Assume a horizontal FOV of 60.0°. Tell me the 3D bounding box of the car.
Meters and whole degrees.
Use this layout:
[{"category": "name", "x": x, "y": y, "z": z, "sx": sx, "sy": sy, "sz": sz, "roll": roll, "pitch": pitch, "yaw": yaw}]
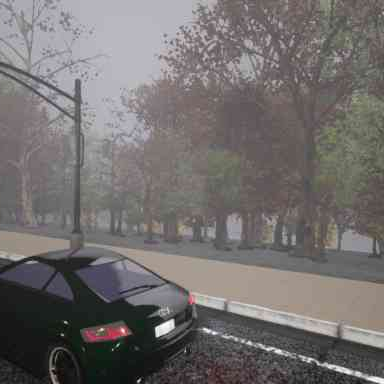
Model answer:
[{"category": "car", "x": -1.945, "y": 1.563, "z": 5.073, "sx": 4.181, "sy": 1.385, "sz": 1.994, "roll": 0, "pitch": 0, "yaw": 36}]
